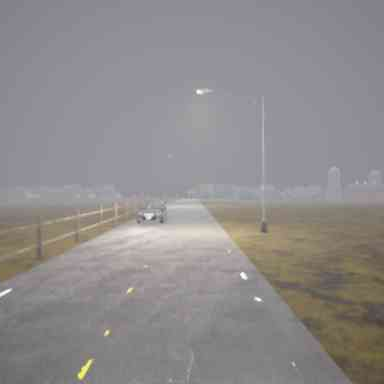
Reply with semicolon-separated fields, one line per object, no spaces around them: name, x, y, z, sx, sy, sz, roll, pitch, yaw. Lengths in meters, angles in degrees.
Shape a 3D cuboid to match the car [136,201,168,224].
car;-2.806;1.424;24.190;2.128;1.511;4.902;0;0;0
